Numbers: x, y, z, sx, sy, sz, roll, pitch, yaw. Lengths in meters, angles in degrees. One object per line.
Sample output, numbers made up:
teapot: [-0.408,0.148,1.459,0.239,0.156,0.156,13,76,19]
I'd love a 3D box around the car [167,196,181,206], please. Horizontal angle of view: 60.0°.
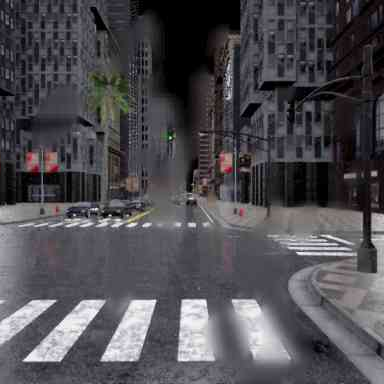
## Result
car: [-3.334,1.559,60.388,2.097,1.767,4.553,0,0,0]

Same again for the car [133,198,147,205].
car: [-9.953,1.838,63.805,1.895,1.301,4.718,0,-1,0]

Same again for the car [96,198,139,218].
car: [-6.666,1.576,30.433,2.033,1.411,5.357,0,0,4]

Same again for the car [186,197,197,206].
car: [-0.083,1.685,60.487,1.882,1.535,5.008,0,0,0]

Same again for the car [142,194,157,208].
car: [-6.741,1.355,51.450,2.150,2.045,5.566,0,0,0]

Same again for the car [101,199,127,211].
car: [-9.979,1.628,43.011,2.033,1.411,5.357,0,0,0]

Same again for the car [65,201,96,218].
car: [-9.943,1.577,30.818,2.033,1.411,5.357,0,0,0]

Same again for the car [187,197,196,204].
car: [-0.143,1.830,70.827,1.812,1.442,4.674,0,-1,0]

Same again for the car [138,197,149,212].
car: [-6.713,1.629,39.676,1.994,1.385,4.181,0,0,0]

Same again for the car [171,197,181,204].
car: [-3.403,1.864,70.591,1.994,1.385,4.181,0,-1,0]
